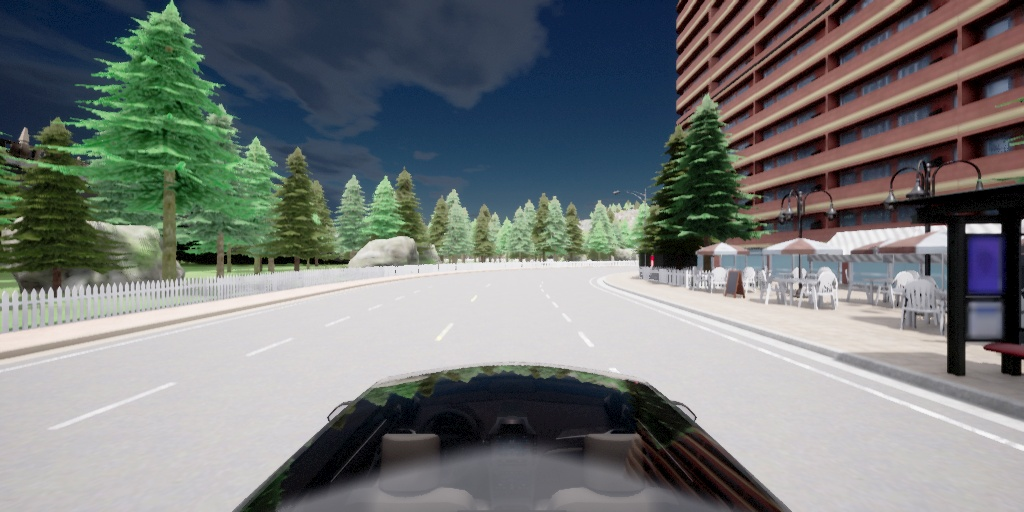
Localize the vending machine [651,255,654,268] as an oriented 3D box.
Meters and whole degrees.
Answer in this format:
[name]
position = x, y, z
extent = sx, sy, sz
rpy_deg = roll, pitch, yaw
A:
[vending machine]
position = 15.853, 0.928, 40.387
extent = 1.100, 2.100, 0.880
rpy_deg = 0, 0, 41
